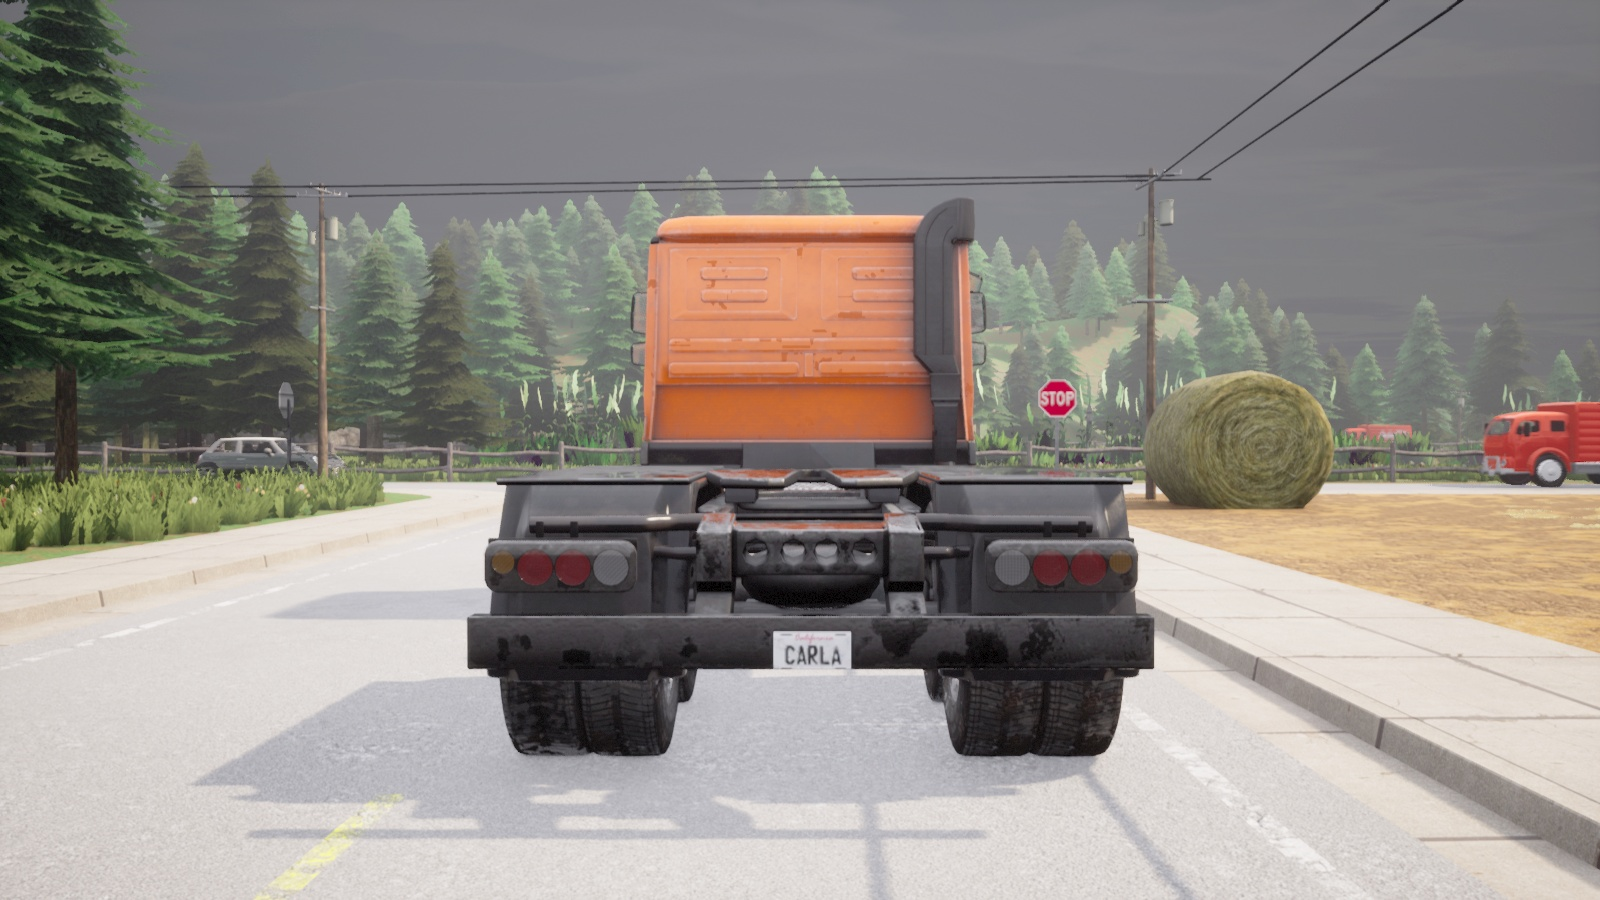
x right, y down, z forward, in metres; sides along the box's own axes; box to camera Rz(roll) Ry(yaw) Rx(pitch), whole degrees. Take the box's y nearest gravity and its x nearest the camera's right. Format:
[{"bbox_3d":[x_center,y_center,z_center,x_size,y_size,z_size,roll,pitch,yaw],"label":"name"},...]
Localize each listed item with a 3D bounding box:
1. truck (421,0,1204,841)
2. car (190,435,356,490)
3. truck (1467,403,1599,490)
[{"bbox_3d":[0.063,-0.318,8.620,2.891,3.462,7.936,0,1,0],"label":"truck"},{"bbox_3d":[-14.733,0.331,35.245,3.806,1.475,1.970,0,1,3],"label":"car"},{"bbox_3d":[22.812,-0.106,36.716,5.204,2.467,2.627,0,1,3],"label":"truck"}]
